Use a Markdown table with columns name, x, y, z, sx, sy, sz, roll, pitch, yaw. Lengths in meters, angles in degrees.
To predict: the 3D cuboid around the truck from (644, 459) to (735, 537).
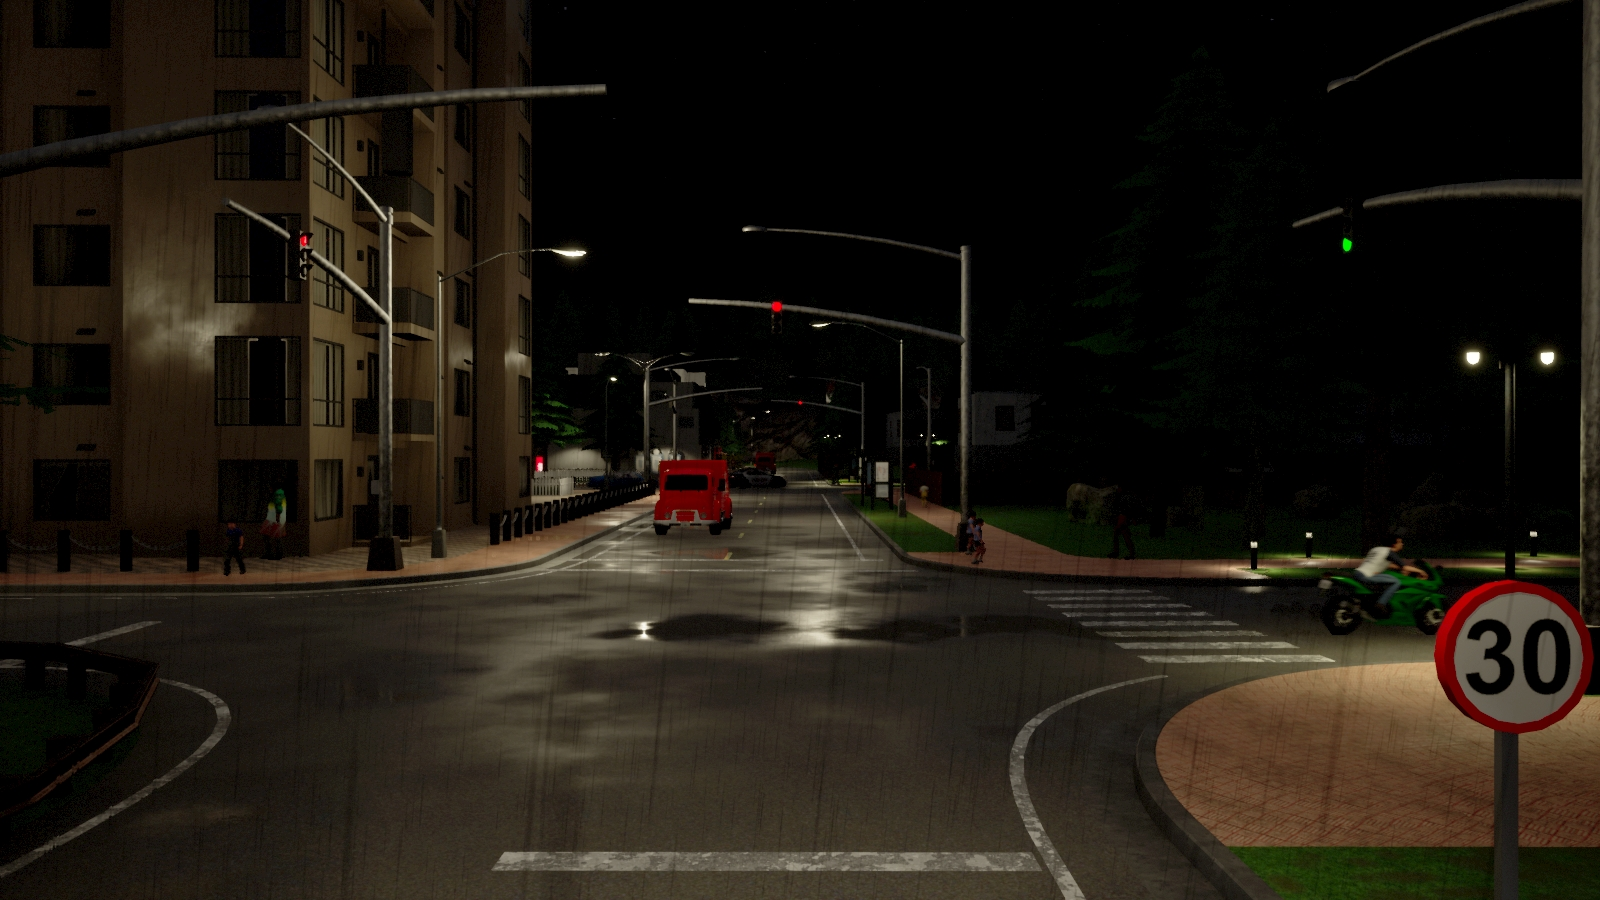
| name | x | y | z | sx | sy | sz | roll | pitch | yaw |
| --- | --- | --- | --- | --- | --- | --- | --- | --- | --- |
| truck | -3.689 | 1.548 | 39.174 | 2.627 | 2.467 | 5.204 | 0 | 0 | 0 |

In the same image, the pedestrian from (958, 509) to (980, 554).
| name | x | y | z | sx | sy | sz | roll | pitch | yaw |
| --- | --- | --- | --- | --- | --- | --- | --- | --- | --- |
| pedestrian | 4.263 | 2.058 | 28.773 | 0.500 | 1.100 | 0.500 | 0 | 0 | 3 |

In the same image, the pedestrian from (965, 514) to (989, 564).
| name | x | y | z | sx | sy | sz | roll | pitch | yaw |
| --- | --- | --- | --- | --- | --- | --- | --- | --- | --- |
| pedestrian | 4.094 | 2.057 | 26.469 | 0.500 | 1.100 | 0.500 | 0 | 0 | 2 |

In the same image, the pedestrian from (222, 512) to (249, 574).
| name | x | y | z | sx | sy | sz | roll | pitch | yaw |
| --- | --- | --- | --- | --- | --- | --- | --- | --- | --- |
| pedestrian | -12.031 | 1.976 | 24.352 | 0.375 | 1.300 | 0.375 | 0 | 0 | 4 |

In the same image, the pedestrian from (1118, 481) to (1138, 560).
| name | x | y | z | sx | sy | sz | roll | pitch | yaw |
| --- | --- | --- | --- | --- | --- | --- | --- | --- | --- |
| pedestrian | 7.792 | 1.664 | 27.149 | 0.375 | 1.860 | 0.375 | 0 | 0 | 2 |

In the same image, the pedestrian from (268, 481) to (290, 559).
| name | x | y | z | sx | sy | sz | roll | pitch | yaw |
| --- | --- | --- | --- | --- | --- | --- | --- | --- | --- |
| pedestrian | -12.530 | 1.677 | 27.463 | 0.375 | 1.860 | 0.375 | 0 | 0 | -5 |
